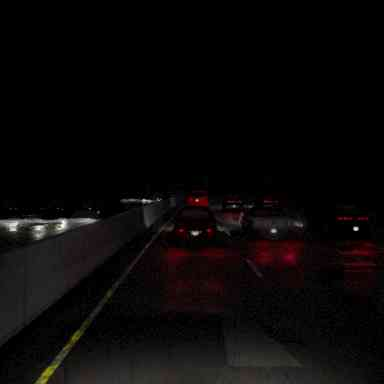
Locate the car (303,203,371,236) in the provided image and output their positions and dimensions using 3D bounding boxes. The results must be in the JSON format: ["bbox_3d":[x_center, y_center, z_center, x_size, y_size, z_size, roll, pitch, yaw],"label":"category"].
[{"bbox_3d":[7.180,1.317,16.923,1.837,1.490,4.892,0,1,1],"label":"car"}]

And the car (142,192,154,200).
[{"bbox_3d":[-9.014,0.768,68.290,2.128,1.511,4.902,0,1,2],"label":"car"}]

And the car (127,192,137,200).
[{"bbox_3d":[-12.513,0.786,68.346,2.033,1.411,5.357,0,1,2],"label":"car"}]

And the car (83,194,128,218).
[{"bbox_3d":[-6.807,1.208,26.844,1.837,1.490,4.892,0,1,2],"label":"car"}]

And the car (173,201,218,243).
[{"bbox_3d":[0.144,1.359,14.988,1.812,1.442,4.674,0,1,1],"label":"car"}]

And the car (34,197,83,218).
[{"bbox_3d":[-10.314,1.182,26.670,1.882,1.535,5.008,0,1,2],"label":"car"}]

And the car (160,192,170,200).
[{"bbox_3d":[-5.514,0.762,68.273,2.128,1.511,4.902,0,1,2],"label":"car"}]

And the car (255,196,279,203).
[{"bbox_3d":[7.606,1.115,34.108,2.128,1.511,4.902,0,1,2],"label":"car"}]

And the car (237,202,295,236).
[{"bbox_3d":[3.678,1.412,17.031,1.895,1.301,4.718,0,1,1],"label":"car"}]

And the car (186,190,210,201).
[{"bbox_3d":[0.589,0.854,33.260,2.150,2.045,5.566,0,1,2],"label":"car"}]

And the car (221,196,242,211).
[{"bbox_3d":[4.106,1.115,34.111,2.128,1.511,4.902,0,1,2],"label":"car"}]

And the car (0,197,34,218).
[{"bbox_3d":[-13.812,1.181,26.756,1.882,1.535,5.008,0,1,2],"label":"car"}]
